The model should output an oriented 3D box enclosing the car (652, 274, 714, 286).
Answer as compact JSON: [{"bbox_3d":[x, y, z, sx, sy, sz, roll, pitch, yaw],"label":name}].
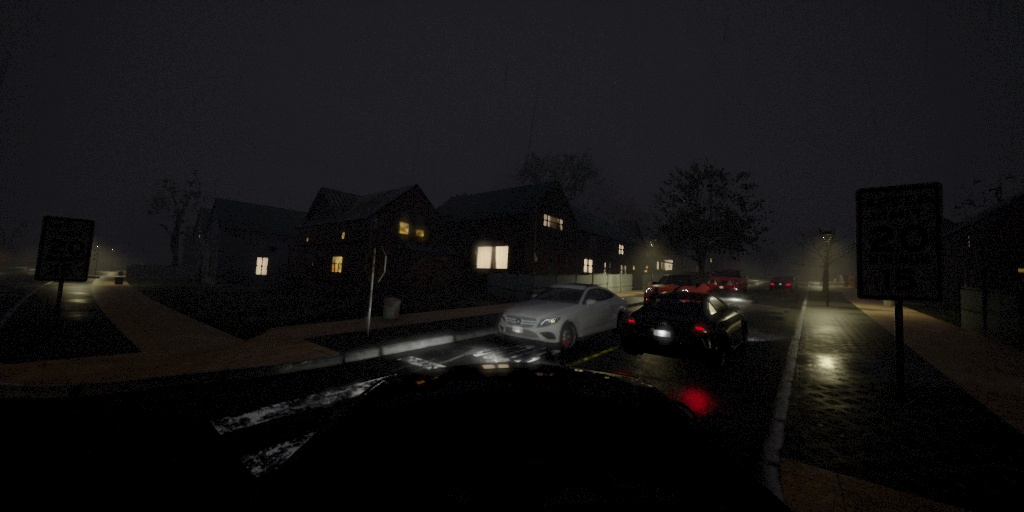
[{"bbox_3d":[8.224,1.678,17.756,2.097,1.767,4.553,0,-2,40],"label":"car"}]

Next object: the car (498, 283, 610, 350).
[{"bbox_3d":[1.661,1.501,9.967,1.812,1.442,4.674,0,-2,41],"label":"car"}]

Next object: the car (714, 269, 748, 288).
[{"bbox_3d":[17.051,2.017,28.285,2.150,2.045,5.566,0,-2,40],"label":"car"}]

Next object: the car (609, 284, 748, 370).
[{"bbox_3d":[4.209,1.545,8.515,1.994,1.385,4.181,0,-2,40],"label":"car"}]

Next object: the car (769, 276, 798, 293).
[{"bbox_3d":[25.740,2.673,34.147,2.033,1.411,5.357,0,-2,40],"label":"car"}]
